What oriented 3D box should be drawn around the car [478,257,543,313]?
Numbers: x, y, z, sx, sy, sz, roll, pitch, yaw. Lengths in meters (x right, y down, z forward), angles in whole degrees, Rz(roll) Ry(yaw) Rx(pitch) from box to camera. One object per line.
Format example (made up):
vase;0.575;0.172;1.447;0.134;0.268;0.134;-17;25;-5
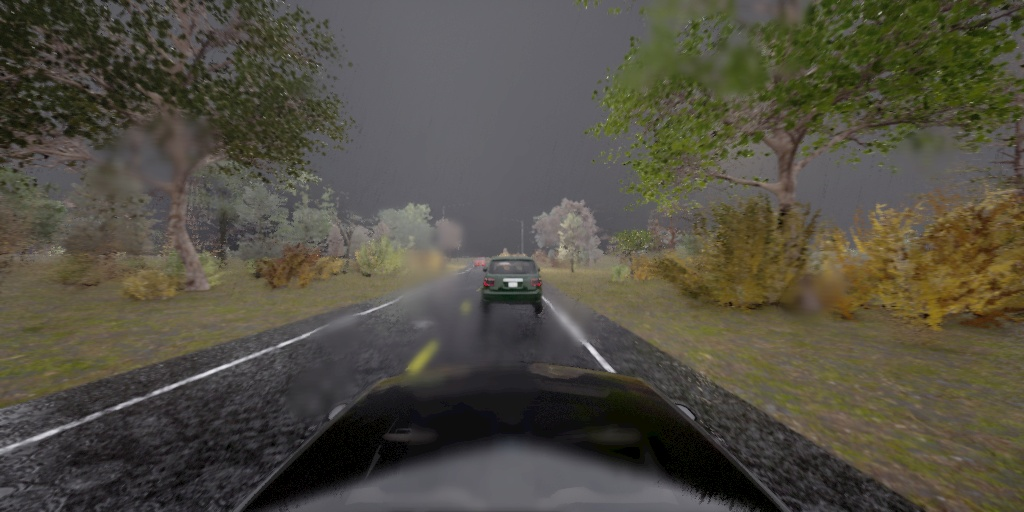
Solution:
car;-0.004;1.040;14.495;2.150;2.045;5.566;0;0;-1
